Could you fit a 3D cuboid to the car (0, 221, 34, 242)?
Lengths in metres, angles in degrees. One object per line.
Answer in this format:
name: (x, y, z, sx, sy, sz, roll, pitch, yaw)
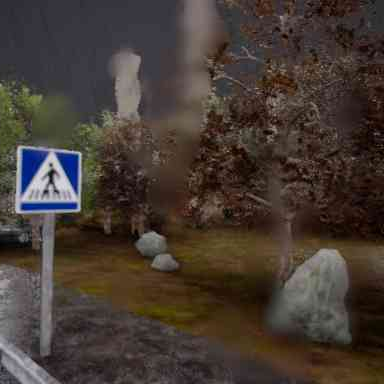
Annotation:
car: (-12.946, 2.704, 22.064, 4.892, 1.521, 2.231, 1, -4, -39)
